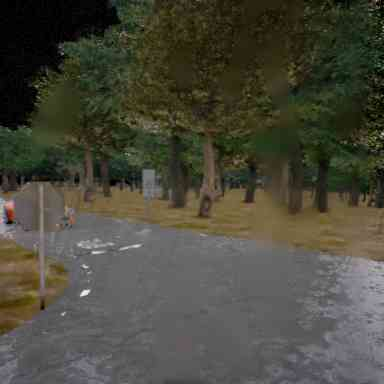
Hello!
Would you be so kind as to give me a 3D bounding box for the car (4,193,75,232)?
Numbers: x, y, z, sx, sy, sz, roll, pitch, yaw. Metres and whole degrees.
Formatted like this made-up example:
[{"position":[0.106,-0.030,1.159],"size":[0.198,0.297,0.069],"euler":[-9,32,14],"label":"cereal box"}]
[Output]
[{"position":[-7.552,0.826,16.357],"size":[2.097,1.767,4.553],"euler":[-1,2,-43],"label":"car"}]
